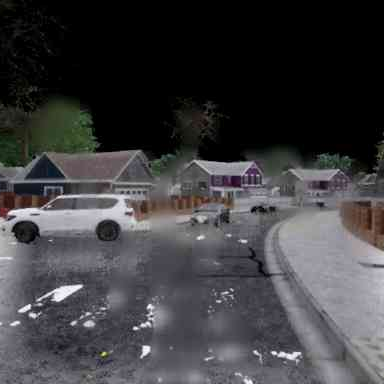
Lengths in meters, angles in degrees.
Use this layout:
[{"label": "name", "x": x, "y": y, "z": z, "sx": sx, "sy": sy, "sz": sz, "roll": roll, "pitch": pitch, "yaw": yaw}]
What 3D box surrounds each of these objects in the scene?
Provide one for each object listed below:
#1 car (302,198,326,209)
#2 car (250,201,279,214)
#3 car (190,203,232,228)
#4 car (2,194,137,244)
[{"label": "car", "x": 18.575, "y": 1.720, "z": 50.594, "sx": 1.882, "sy": 1.535, "sz": 5.008, "roll": 0, "pitch": 0, "yaw": 45}, {"label": "car", "x": 8.057, "y": 1.716, "z": 36.922, "sx": 1.895, "sy": 1.301, "sz": 4.718, "roll": 0, "pitch": 0, "yaw": 31}, {"label": "car", "x": 1.411, "y": 1.522, "z": 22.693, "sx": 2.128, "sy": 1.511, "sz": 4.902, "roll": 0, "pitch": 0, "yaw": 21}, {"label": "car", "x": -5.312, "y": 1.113, "z": 14.949, "sx": 5.566, "sy": 2.045, "sz": 2.150, "roll": 1, "pitch": 0, "yaw": -13}]
